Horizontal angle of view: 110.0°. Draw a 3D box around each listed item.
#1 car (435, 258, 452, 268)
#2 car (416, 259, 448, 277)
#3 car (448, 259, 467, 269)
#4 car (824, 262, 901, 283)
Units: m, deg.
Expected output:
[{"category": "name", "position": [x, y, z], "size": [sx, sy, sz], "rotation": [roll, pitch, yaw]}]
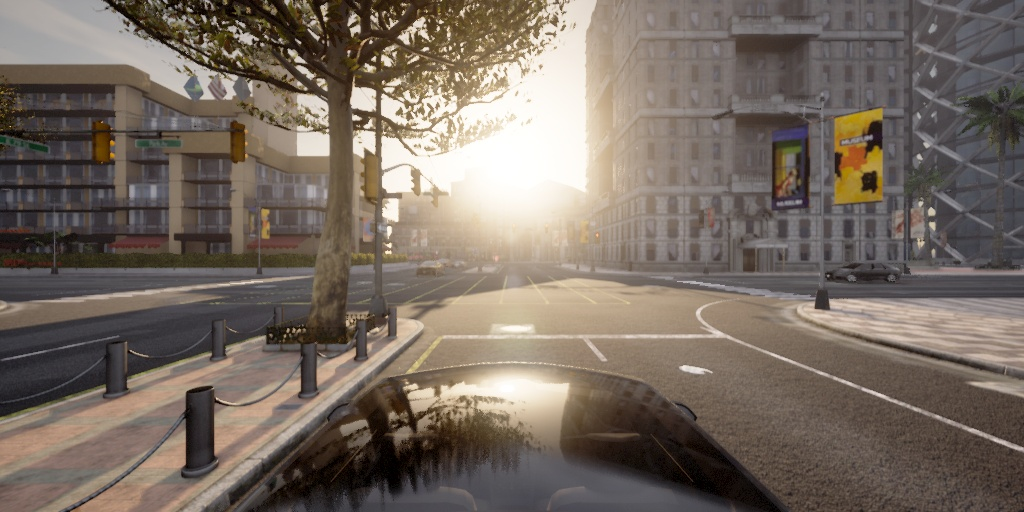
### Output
[{"category": "car", "position": [-11.436, 1.187, 60.004], "size": [1.882, 1.535, 5.008], "rotation": [0, 0, 1]}, {"category": "car", "position": [-7.935, 1.205, 34.949], "size": [1.882, 1.535, 5.008], "rotation": [0, 0, 0]}, {"category": "car", "position": [-7.964, 1.205, 54.225], "size": [2.128, 1.511, 4.902], "rotation": [0, 0, 0]}, {"category": "car", "position": [26.202, 1.237, 26.959], "size": [4.892, 1.490, 1.837], "rotation": [0, 0, 0]}]
